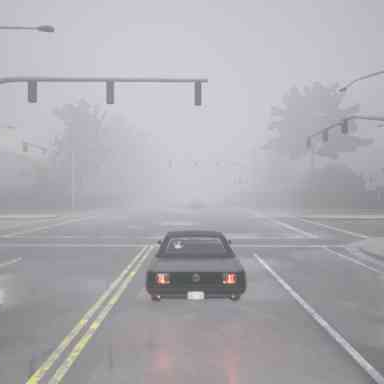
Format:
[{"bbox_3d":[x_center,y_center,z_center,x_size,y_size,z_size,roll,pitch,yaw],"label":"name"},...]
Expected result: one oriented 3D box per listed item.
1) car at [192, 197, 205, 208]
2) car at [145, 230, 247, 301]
[{"bbox_3d":[0.874,1.520,48.741,1.812,1.442,4.674,0,0,0],"label":"car"},{"bbox_3d":[0.065,1.600,8.280,1.895,1.301,4.718,0,0,0],"label":"car"}]
